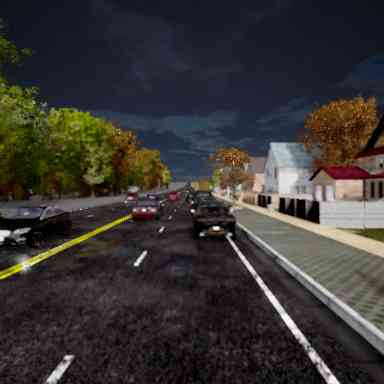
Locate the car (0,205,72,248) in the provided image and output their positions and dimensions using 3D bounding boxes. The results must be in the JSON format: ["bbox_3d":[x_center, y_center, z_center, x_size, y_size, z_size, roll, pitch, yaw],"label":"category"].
[{"bbox_3d":[-6.599,1.310,13.816,2.128,1.511,4.902,0,1,0],"label":"car"}]

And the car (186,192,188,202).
[{"bbox_3d":[0.022,0.803,51.819,1.837,1.490,4.892,0,1,0],"label":"car"}]

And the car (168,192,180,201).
[{"bbox_3d":[-3.152,0.761,56.121,1.812,1.442,4.674,0,1,0],"label":"car"}]

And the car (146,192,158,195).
[{"bbox_3d":[-6.551,0.740,55.163,2.128,1.511,4.902,0,1,0],"label":"car"}]

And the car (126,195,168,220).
[{"bbox_3d":[-3.152,1.227,24.341,2.033,1.411,5.357,0,1,0],"label":"car"}]

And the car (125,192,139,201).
[{"bbox_3d":[-9.797,0.779,54.908,1.812,1.442,4.674,0,1,0],"label":"car"}]

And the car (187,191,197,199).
[{"bbox_3d":[0.001,0.498,68.620,1.882,1.535,5.008,0,1,0],"label":"car"}]

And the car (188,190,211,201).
[{"bbox_3d":[0.976,0.801,31.900,2.150,2.045,5.566,0,1,0],"label":"car"}]

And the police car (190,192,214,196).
[{"bbox_3d":[0.975,1.083,25.984,1.930,1.638,5.238,0,1,0],"label":"police car"}]

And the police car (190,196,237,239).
[{"bbox_3d":[0.975,1.215,15.985,1.930,1.638,5.238,0,1,0],"label":"police car"}]
